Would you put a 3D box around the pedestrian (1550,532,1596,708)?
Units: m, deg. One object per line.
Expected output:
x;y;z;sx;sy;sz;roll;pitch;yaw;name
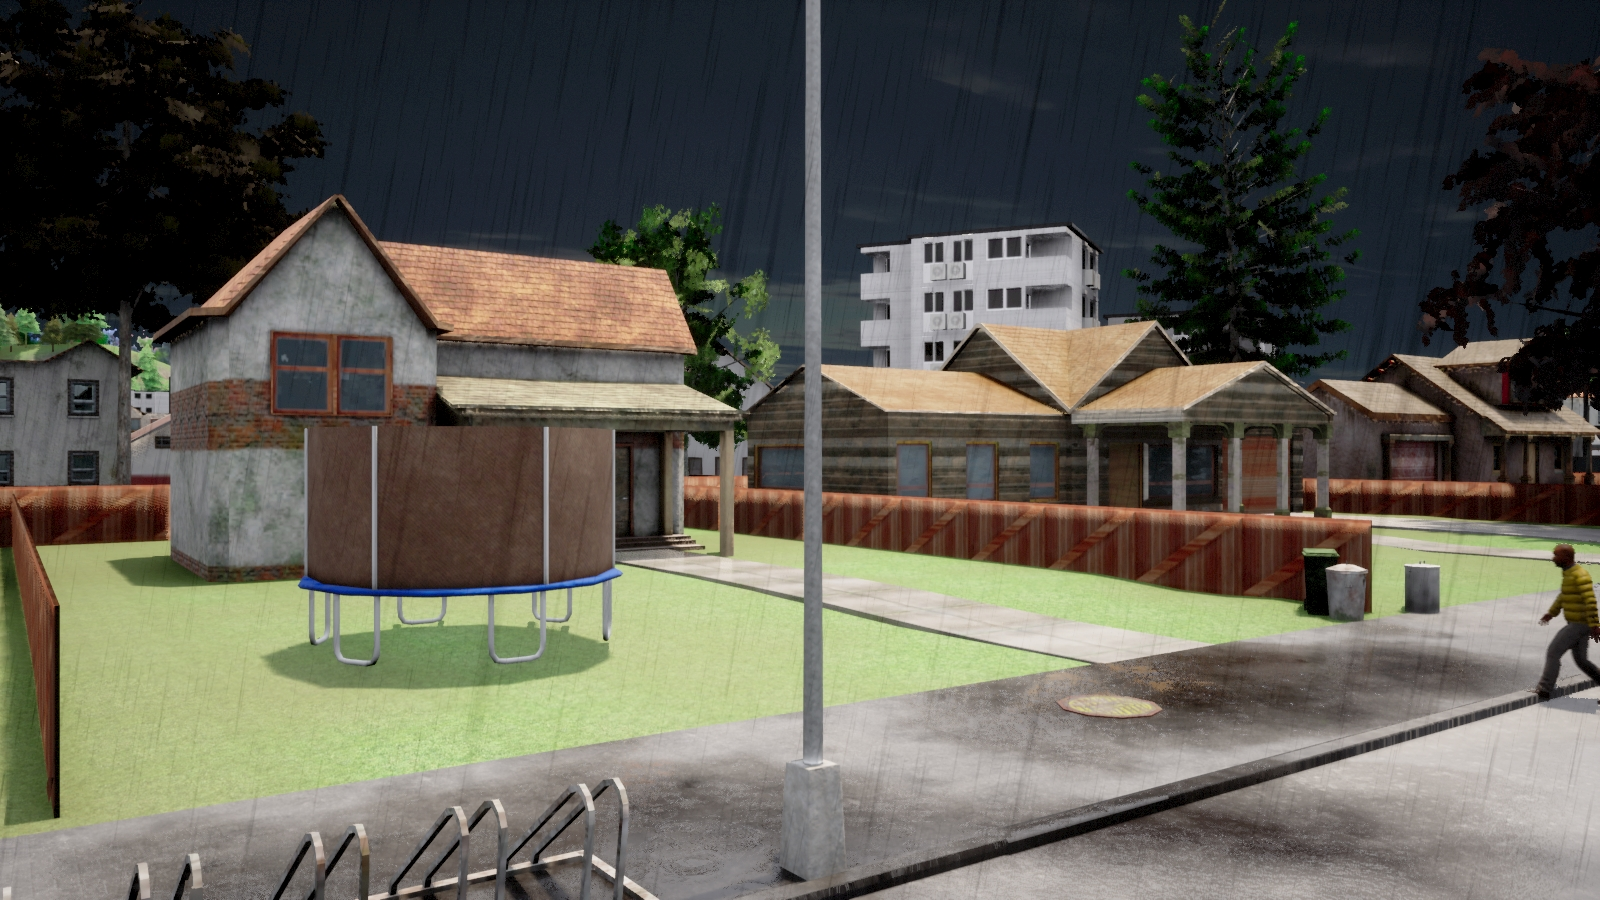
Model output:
8.484;1.849;12.548;0.375;1.860;0.375;0;0;28;pedestrian
